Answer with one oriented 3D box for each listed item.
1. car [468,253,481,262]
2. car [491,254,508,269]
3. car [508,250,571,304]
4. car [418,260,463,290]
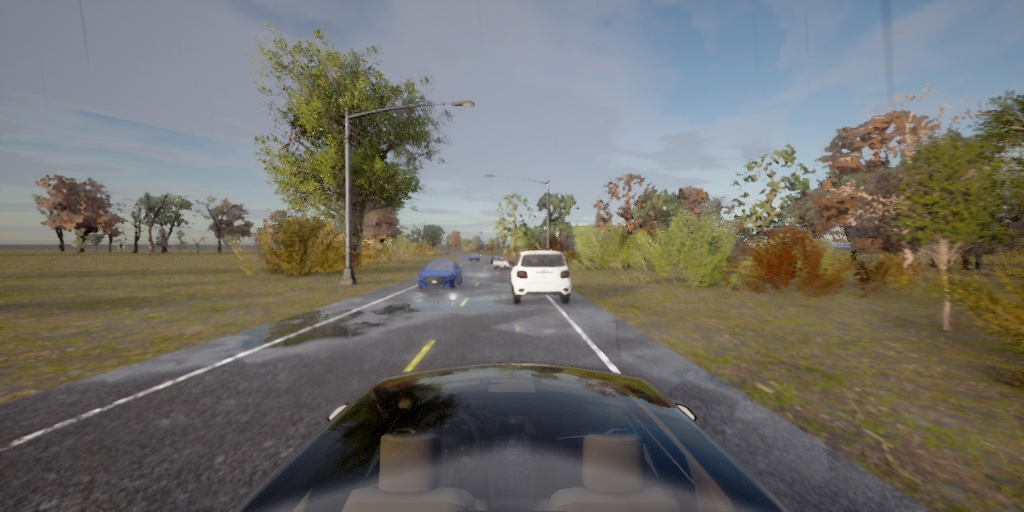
[{"bbox_3d":[-6.517,0.268,62.483,1.882,1.535,5.008,0,1,-5],"label":"car"},{"bbox_3d":[-1.135,0.759,39.996,1.895,1.301,4.718,0,1,-3],"label":"car"},{"bbox_3d":[1.073,0.774,15.262,2.150,2.045,5.566,0,1,-1],"label":"car"},{"bbox_3d":[-3.894,0.963,20.111,1.882,1.535,5.008,0,1,-2],"label":"car"}]
